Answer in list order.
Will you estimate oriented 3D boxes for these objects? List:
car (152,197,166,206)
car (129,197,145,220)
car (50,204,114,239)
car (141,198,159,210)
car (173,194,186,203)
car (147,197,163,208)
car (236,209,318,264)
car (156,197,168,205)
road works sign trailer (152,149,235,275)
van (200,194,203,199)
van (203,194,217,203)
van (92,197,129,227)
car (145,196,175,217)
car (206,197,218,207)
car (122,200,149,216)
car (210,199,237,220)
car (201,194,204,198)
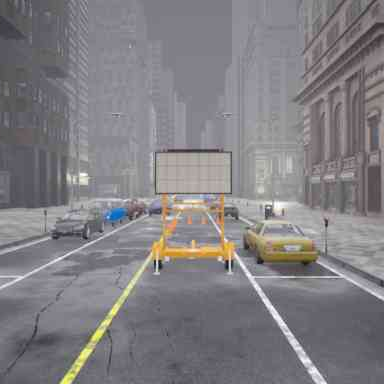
[{"bbox_3d":[-5.522,1.555,55.680,1.887,1.381,4.507,0,0,0],"label":"car"},{"bbox_3d":[-5.641,1.319,28.053,2.192,1.841,5.009,0,0,0],"label":"car"},{"bbox_3d":[-5.690,1.553,17.002,2.008,1.369,4.403,0,0,0],"label":"car"},{"bbox_3d":[-5.571,1.533,44.459,1.752,1.417,4.829,0,0,0],"label":"car"},{"bbox_3d":[-2.697,1.520,66.511,1.837,1.490,4.892,0,0,0],"label":"car"},{"bbox_3d":[-5.546,1.553,50.155,1.887,1.381,4.507,0,0,0],"label":"car"},{"bbox_3d":[2.823,1.527,11.594,1.752,1.417,4.829,0,0,0],"label":"car"},{"bbox_3d":[-5.498,1.556,61.205,1.887,1.381,4.507,0,0,0],"label":"car"},{"bbox_3d":[0.047,0.466,10.474,2.380,3.560,2.880,0,0,0],"label":"road works sign trailer"},{"bbox_3d":[3.084,1.355,66.673,1.690,1.788,3.998,0,0,0],"label":"van"},{"bbox_3d":[3.006,1.350,50.099,1.690,1.788,3.998,0,0,0],"label":"van"},{"bbox_3d":[-5.665,1.344,22.528,1.690,1.788,3.998,0,0,0],"label":"van"},{"bbox_3d":[-2.955,1.483,31.835,1.882,1.535,5.008,0,0,0],"label":"car"},{"bbox_3d":[2.952,1.588,39.048,1.802,1.307,4.206,0,0,0],"label":"car"},{"bbox_3d":[-5.618,1.550,33.578,1.887,1.381,4.507,0,0,0],"label":"car"},{"bbox_3d":[2.900,1.555,27.999,2.008,1.369,4.403,0,0,0],"label":"car"},{"bbox_3d":[3.057,1.556,61.148,1.887,1.381,4.507,0,0,0],"label":"car"}]
